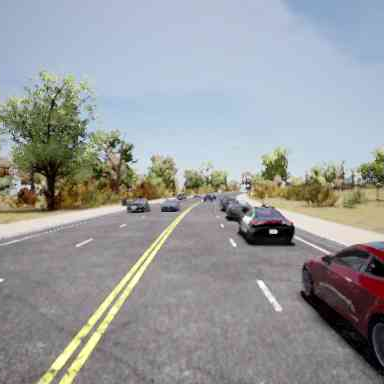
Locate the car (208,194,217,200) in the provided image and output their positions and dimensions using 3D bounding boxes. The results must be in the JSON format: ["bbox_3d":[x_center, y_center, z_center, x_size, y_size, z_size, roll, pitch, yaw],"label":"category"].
[{"bbox_3d":[5.140,1.156,84.576,1.994,1.385,4.181,0,0,7],"label":"car"}]

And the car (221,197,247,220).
[{"bbox_3d":[3.806,1.424,27.232,2.128,1.511,4.902,0,0,2],"label":"car"}]

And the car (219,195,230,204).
[{"bbox_3d":[5.872,1.297,59.941,1.837,1.490,4.892,0,0,5],"label":"car"}]

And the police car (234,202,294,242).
[{"bbox_3d":[3.455,1.470,16.311,2.038,1.542,4.974,0,0,1],"label":"police car"}]

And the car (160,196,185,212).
[{"bbox_3d":[-2.311,1.447,37.279,2.033,1.411,5.357,0,0,3],"label":"car"}]

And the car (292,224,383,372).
[{"bbox_3d":[3.273,1.517,5.387,1.812,1.442,4.674,0,0,1],"label":"car"}]

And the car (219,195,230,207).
[{"bbox_3d":[4.326,1.398,38.145,1.837,1.490,4.892,0,0,3],"label":"car"}]

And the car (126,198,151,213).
[{"bbox_3d":[-5.650,1.398,35.535,2.128,1.511,4.902,0,0,3],"label":"car"}]

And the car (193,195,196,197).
[{"bbox_3d":[1.324,1.042,79.741,1.994,1.385,4.181,0,0,7],"label":"car"}]

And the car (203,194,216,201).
[{"bbox_3d":[3.406,1.166,69.150,1.812,1.442,4.674,0,0,6],"label":"car"}]

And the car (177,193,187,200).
[{"bbox_3d":[-2.346,0.969,76.135,2.097,1.767,4.553,0,0,6],"label":"car"}]
